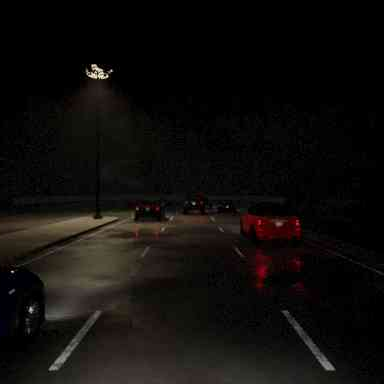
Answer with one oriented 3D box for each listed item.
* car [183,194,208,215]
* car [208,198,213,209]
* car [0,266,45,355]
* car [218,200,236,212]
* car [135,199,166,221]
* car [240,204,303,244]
[{"bbox_3d":[0.276,1.221,34.705,2.150,2.045,5.566,0,0,2],"label":"car"},{"bbox_3d":[1.602,1.491,44.487,2.128,1.511,4.902,0,0,12],"label":"car"},{"bbox_3d":[-3.399,1.353,3.496,2.097,1.767,4.553,0,0,0],"label":"car"},{"bbox_3d":[3.952,1.563,37.825,1.994,1.385,4.181,0,0,4],"label":"car"},{"bbox_3d":[-3.385,1.352,27.669,2.097,1.767,4.553,0,0,1],"label":"car"},{"bbox_3d":[3.601,1.352,15.886,2.097,1.767,4.553,0,0,0],"label":"car"}]
